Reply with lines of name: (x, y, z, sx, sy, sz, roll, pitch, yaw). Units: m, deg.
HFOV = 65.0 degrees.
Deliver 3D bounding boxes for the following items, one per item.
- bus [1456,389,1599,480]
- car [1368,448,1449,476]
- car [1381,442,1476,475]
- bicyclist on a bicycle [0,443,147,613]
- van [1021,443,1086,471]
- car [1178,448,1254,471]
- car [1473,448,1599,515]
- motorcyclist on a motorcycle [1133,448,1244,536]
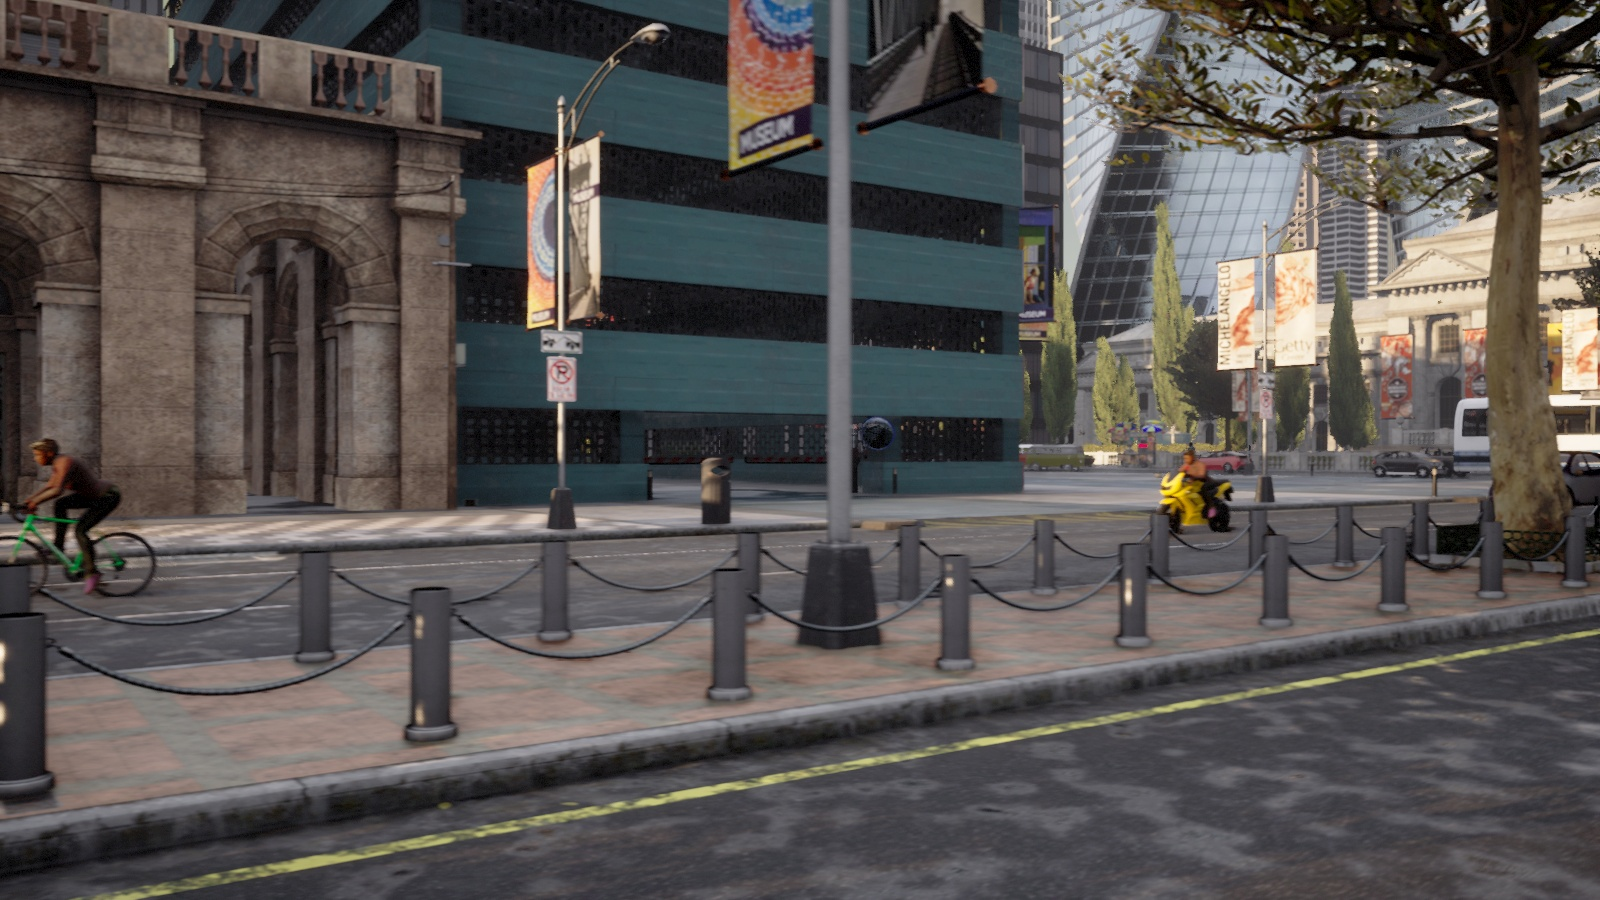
bus: (37.909, -0.725, 60.635, 3.944, 4.253, 10.273, 0, 0, -42)
car: (34.374, 0.656, 70.993, 1.789, 1.549, 3.705, 0, 0, -35)
car: (36.791, 0.486, 73.648, 1.932, 1.855, 4.605, 0, 0, -35)
bicyclist on a bicycle: (-7.460, 0.742, 12.474, 1.656, 1.620, 0.582, -1, 0, -35)
van: (18.981, 0.517, 94.023, 4.442, 1.987, 1.775, 0, 0, 35)
car: (28.316, 0.664, 85.548, 2.007, 1.525, 4.514, 0, 0, -38)
car: (18.096, 0.714, 30.271, 3.633, 1.501, 1.845, 0, 0, -35)
motorcyclist on a motorcycle: (6.981, 0.722, 22.533, 2.044, 1.523, 0.797, 0, 0, -35)
